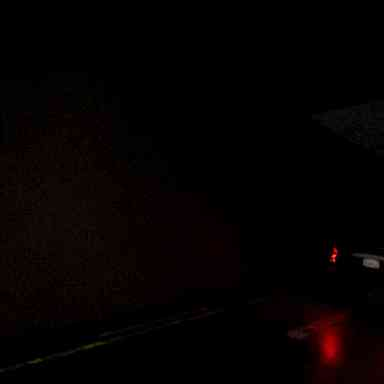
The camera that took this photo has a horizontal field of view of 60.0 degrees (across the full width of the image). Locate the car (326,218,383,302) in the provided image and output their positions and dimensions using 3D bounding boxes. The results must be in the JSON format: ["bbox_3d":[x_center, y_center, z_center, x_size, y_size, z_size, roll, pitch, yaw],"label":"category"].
[{"bbox_3d":[5.050,1.343,7.382,4.553,1.767,2.097,0,0,-35],"label":"car"}]
